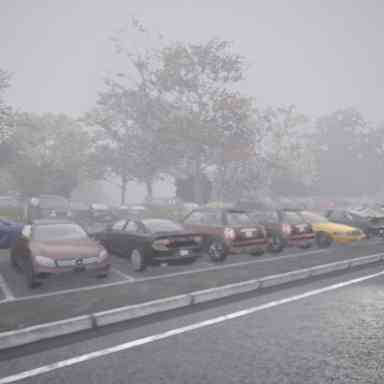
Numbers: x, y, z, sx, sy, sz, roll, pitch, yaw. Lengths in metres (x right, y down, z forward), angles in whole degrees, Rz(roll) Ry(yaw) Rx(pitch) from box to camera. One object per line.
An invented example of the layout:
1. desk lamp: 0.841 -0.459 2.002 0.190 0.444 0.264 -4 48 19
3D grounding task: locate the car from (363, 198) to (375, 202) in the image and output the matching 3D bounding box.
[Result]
1. car: 20.223 1.863 42.681 2.163 1.488 4.792 1 0 -35

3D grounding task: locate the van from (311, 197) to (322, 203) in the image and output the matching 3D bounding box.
1. van: 11.282 1.498 36.145 1.878 1.987 4.442 1 0 -35

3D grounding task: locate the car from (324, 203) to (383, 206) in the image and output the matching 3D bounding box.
1. car: 9.674 1.623 19.104 2.231 1.521 4.892 1 0 -35

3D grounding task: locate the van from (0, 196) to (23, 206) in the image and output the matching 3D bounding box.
1. van: -11.532 1.245 20.210 1.878 1.987 4.442 1 0 -35

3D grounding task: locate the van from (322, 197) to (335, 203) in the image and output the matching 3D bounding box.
1. van: 13.404 1.523 37.940 1.878 1.987 4.442 1 0 -35

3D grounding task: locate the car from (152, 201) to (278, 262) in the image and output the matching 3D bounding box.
1. car: 0.647 1.396 12.639 2.185 1.767 4.553 1 0 -35

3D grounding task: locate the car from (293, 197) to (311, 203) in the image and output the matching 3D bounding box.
1. car: 8.974 1.447 34.612 2.435 2.045 5.566 1 0 -35

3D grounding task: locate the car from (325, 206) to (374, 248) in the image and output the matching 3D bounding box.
1. car: 5.261 1.569 15.730 1.946 1.575 5.366 1 0 -35

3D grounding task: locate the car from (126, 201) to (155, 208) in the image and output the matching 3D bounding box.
1. car: -4.589 1.588 25.000 2.002 1.452 4.674 1 0 -35

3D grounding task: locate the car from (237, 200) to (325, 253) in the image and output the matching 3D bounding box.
1. car: 2.910 1.421 14.248 2.185 1.767 4.553 1 0 -35

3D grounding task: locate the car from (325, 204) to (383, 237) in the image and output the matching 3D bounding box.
1. car: 7.419 1.598 17.485 2.231 1.521 4.892 1 0 -35

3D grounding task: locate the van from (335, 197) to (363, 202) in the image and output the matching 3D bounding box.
1. van: 18.062 1.576 40.976 1.878 1.987 4.442 1 0 -36

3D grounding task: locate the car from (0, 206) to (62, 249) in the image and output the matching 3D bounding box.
1. car: -7.711 1.450 12.182 5.008 1.535 1.882 1 0 -35

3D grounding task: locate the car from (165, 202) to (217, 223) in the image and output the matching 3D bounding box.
1. car: -0.179 1.637 28.142 2.002 1.452 4.674 1 0 -35

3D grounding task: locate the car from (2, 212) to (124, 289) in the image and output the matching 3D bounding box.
1. car: -3.899 1.511 9.448 2.002 1.452 4.674 1 0 -35

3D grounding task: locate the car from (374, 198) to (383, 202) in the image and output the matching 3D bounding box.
1. car: 22.374 1.898 44.210 2.163 1.488 4.792 1 -1 -35

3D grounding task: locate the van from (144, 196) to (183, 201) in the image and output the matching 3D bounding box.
1. van: -2.501 1.346 26.631 1.878 1.987 4.442 1 0 -35

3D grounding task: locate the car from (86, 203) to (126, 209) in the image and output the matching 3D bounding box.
1. car: -6.845 1.522 23.392 2.097 1.535 5.008 1 0 -35

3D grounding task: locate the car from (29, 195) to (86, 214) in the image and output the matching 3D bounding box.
1. car: -9.189 1.245 21.698 2.435 2.045 5.566 1 0 -35

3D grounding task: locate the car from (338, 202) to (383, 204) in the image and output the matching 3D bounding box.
1. car: 12.048 1.644 20.556 1.946 1.575 5.366 1 0 -35

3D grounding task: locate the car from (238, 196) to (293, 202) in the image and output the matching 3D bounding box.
1. car: 6.716 1.422 33.007 2.435 2.045 5.566 1 0 -35

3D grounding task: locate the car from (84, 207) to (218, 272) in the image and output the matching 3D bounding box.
1. car: -1.631 1.496 11.051 2.097 1.535 5.008 1 0 -35

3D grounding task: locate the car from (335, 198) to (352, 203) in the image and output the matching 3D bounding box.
1. car: 15.724 1.774 39.453 2.097 1.535 5.008 1 0 -35
